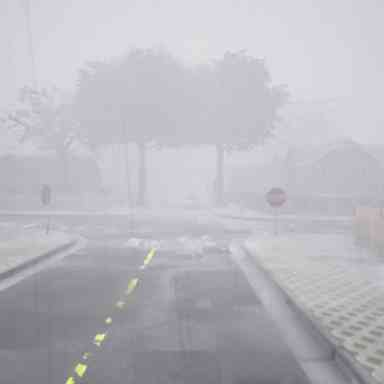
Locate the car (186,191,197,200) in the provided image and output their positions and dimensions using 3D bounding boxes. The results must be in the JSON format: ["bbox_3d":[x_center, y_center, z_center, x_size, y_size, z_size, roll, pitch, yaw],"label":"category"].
[{"bbox_3d":[-0.065,0.904,63.994,1.994,1.385,4.181,0,0,0],"label":"car"}]

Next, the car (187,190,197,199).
[{"bbox_3d":[-0.075,0.536,74.009,2.097,1.767,4.553,0,0,0],"label":"car"}]
